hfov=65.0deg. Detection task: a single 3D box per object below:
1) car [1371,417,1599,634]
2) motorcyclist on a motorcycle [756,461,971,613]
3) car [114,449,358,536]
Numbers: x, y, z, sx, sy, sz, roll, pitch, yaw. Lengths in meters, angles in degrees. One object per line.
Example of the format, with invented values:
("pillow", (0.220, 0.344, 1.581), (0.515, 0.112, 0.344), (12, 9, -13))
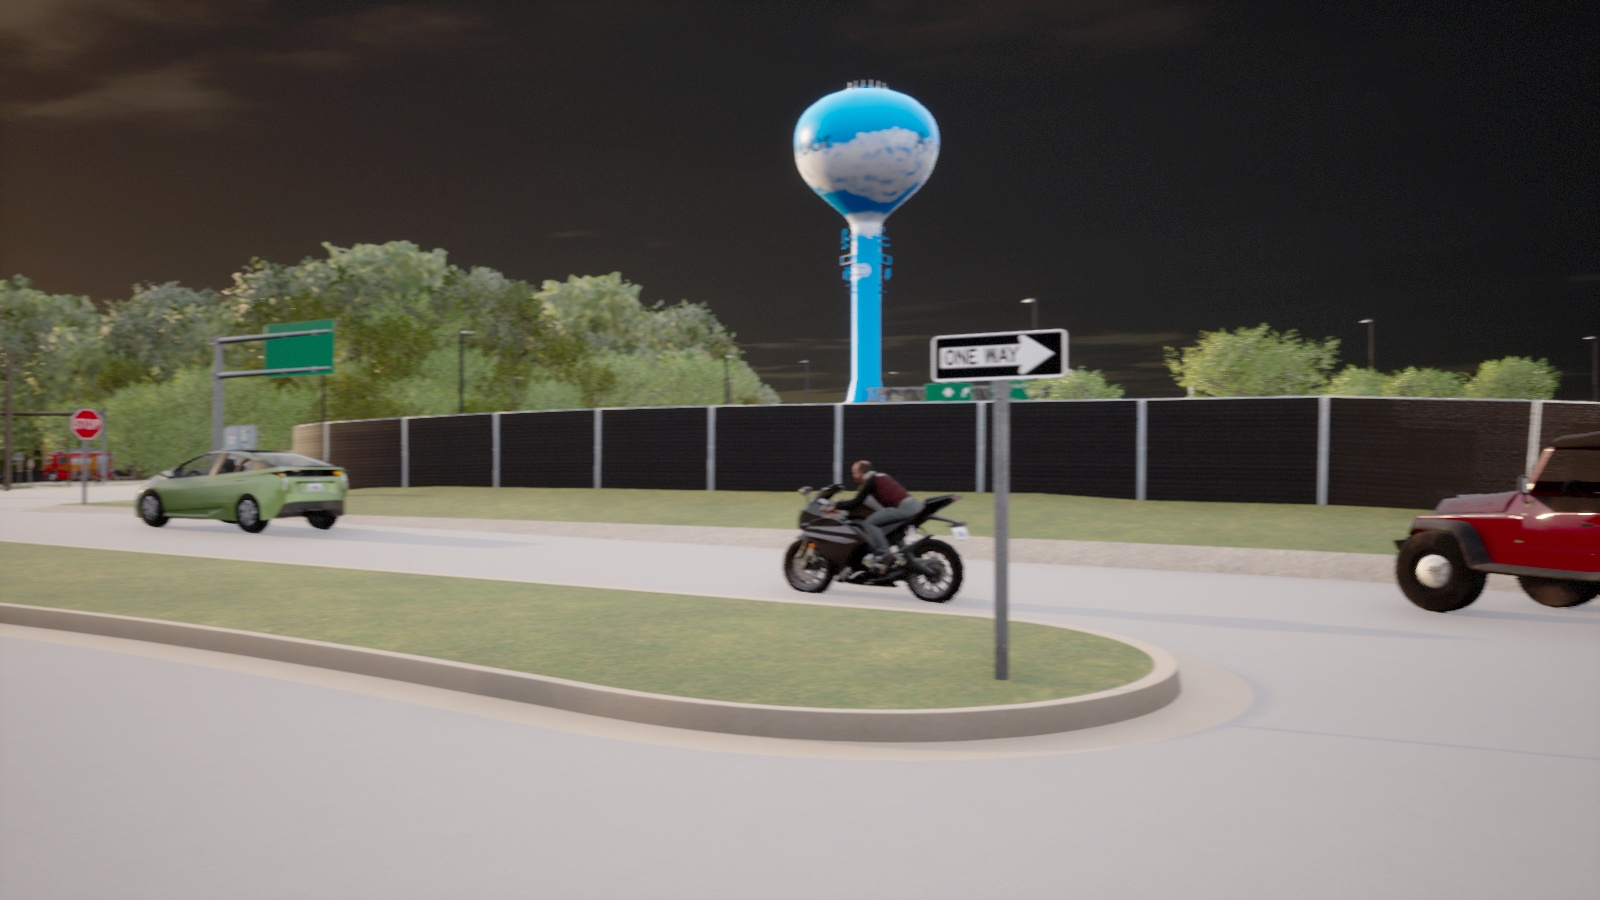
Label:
("car", (7.584, 0.668, 11.834), (1.905, 1.878, 3.866), (1, -1, -18))
("motorcyclist on a motorcycle", (0.671, 0.887, 13.694), (2.191, 1.530, 0.866), (0, 0, 32))
("car", (-10.893, 0.759, 24.190), (4.514, 1.525, 2.007), (0, 0, 30))
